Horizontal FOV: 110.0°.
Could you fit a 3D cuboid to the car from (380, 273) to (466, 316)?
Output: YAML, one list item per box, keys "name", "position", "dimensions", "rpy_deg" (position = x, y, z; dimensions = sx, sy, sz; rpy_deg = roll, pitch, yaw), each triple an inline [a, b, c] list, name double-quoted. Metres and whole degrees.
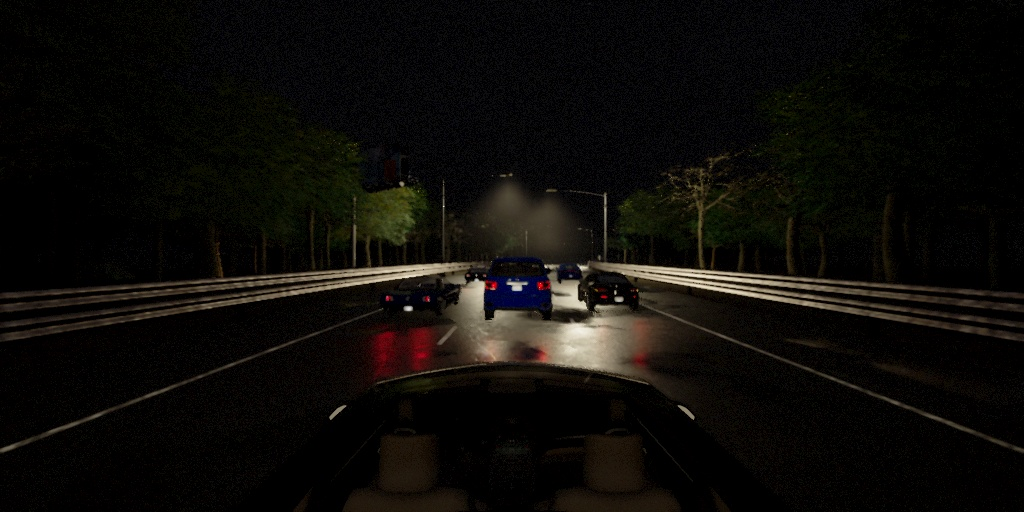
- name: "car"
  position: [-3.212, 1.414, 13.708]
  dimensions: [1.895, 1.301, 4.718]
  rpy_deg: [0, 0, 3]

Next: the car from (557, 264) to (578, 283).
- name: "car"
  position: [4.719, 1.387, 29.956]
  dimensions: [1.882, 1.535, 5.008]
  rpy_deg: [0, 0, 5]

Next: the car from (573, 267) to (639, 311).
- name: "car"
  position: [3.848, 1.348, 14.832]
  dimensions: [1.812, 1.442, 4.674]
  rpy_deg: [0, 0, 3]

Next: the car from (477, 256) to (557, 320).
- name: "car"
  position: [0.262, 1.035, 13.104]
  dimensions: [2.150, 2.045, 5.566]
  rpy_deg: [0, 0, 2]

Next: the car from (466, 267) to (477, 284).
- name: "car"
  position: [-2.419, 1.499, 28.622]
  dimensions: [1.895, 1.301, 4.718]
  rpy_deg: [0, 0, 5]
